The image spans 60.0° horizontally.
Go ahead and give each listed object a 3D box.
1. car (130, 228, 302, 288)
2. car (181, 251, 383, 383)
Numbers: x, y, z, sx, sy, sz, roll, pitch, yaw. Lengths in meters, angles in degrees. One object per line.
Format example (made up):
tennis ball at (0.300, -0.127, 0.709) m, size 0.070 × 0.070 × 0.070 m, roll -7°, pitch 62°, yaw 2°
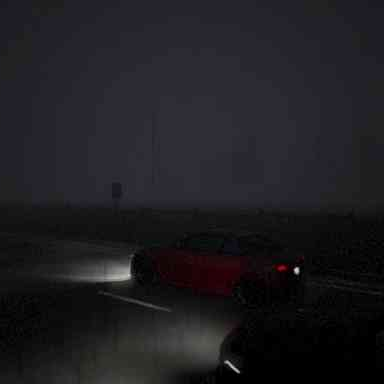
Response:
car at (0.506, 1.574, 7.932) m, size 4.181 × 1.385 × 1.994 m, roll 0°, pitch 0°, yaw 36°
car at (2.358, 1.524, 2.310) m, size 4.674 × 1.442 × 1.812 m, roll 0°, pitch 0°, yaw 36°
